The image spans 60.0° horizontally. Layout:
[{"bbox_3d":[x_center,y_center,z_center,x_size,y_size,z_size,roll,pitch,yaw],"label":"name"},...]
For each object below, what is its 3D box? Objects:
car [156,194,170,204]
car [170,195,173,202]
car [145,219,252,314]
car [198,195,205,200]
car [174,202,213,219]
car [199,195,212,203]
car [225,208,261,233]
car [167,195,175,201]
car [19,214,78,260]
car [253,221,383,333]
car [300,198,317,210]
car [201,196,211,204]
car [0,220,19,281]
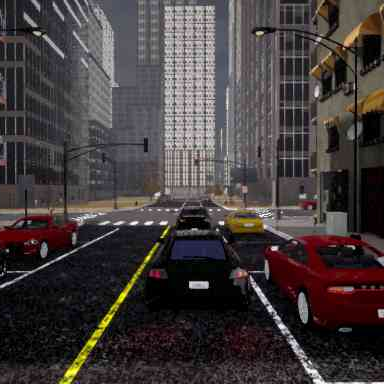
[{"bbox_3d":[-5.639,1.542,61.412,1.887,1.381,4.507,-1,0,0],"label":"car"},{"bbox_3d":[-5.635,1.313,66.972,2.192,1.841,5.009,-1,0,0],"label":"car"},{"bbox_3d":[0.111,1.563,7.714,1.994,1.385,4.181,0,0,0],"label":"car"},{"bbox_3d":[2.774,1.582,94.760,1.802,1.307,4.206,-1,0,0],"label":"car"},{"bbox_3d":[0.094,1.503,17.698,1.837,1.490,4.892,0,0,-1],"label":"car"},{"bbox_3d":[2.740,1.438,61.403,1.967,1.590,4.097,-1,0,0],"label":"car"},{"bbox_3d":[2.699,1.523,18.047,1.752,1.417,4.829,-1,0,0],"label":"car"},{"bbox_3d":[-5.612,1.544,89.209,1.887,1.381,4.507,-1,0,0],"label":"car"},{"bbox_3d":[-5.687,1.543,12.376,1.887,1.381,4.507,-1,0,0],"label":"car"},{"bbox_3d":[2.689,1.544,6.830,1.887,1.381,4.507,-1,0,0],"label":"car"},{"bbox_3d":[14.287,1.256,36.990,4.507,1.381,1.887,-1,1,0],"label":"car"},{"bbox_3d":[2.747,1.523,67.132,1.752,1.417,4.829,-1,0,0],"label":"car"},{"bbox_3d":[-5.693,1.439,6.852,1.967,1.590,4.097,-1,0,0],"label":"car"}]
